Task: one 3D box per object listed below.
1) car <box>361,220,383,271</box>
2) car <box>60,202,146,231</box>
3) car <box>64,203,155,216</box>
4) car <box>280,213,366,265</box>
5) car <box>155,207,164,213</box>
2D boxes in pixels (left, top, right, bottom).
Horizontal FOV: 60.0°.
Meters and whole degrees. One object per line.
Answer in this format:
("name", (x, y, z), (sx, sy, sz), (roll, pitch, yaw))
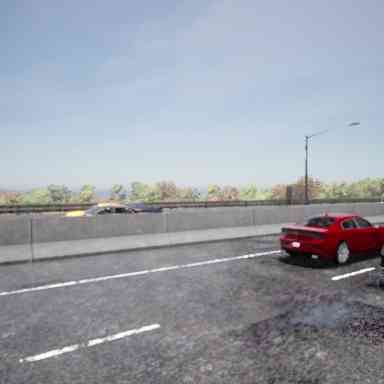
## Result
("car", (6.743, 1.508, 8.559), (4.902, 1.511, 2.128), (0, 0, -36))
("car", (-5.636, 1.489, 21.462), (5.008, 1.535, 1.882), (0, 0, -35))
("car", (-4.698, 1.514, 17.833), (4.892, 1.490, 1.837), (0, 0, -35))
("car", (5.260, 1.495, 11.800), (5.008, 1.535, 1.882), (0, 0, -36))
("car", (-4.837, 1.565, 26.322), (5.357, 1.411, 2.033), (0, 0, -35))
